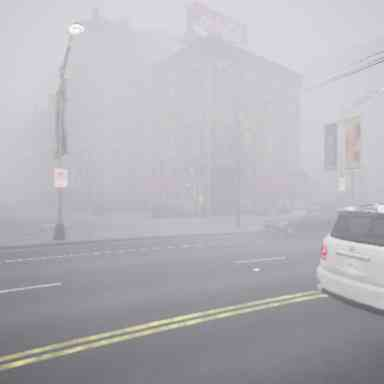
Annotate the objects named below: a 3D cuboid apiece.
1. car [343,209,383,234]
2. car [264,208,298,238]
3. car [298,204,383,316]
[{"bbox_3d":[11.580,1.668,19.502,4.718,1.301,1.895,0,0,-10],"label":"car"},{"bbox_3d":[6.115,1.551,17.780,4.674,1.452,2.002,0,0,-20],"label":"car"},{"bbox_3d":[5.053,1.256,6.345,5.566,2.045,2.150,0,0,-22],"label":"car"}]
